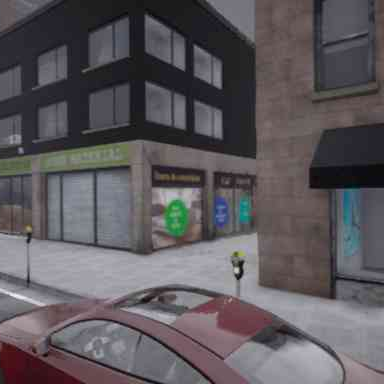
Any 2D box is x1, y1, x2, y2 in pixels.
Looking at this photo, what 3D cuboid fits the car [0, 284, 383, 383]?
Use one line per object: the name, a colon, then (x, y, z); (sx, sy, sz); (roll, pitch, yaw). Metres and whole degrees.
car: (-0.385, 1.579, 3.134); (4.206, 1.307, 1.802); (0, -1, 35)
